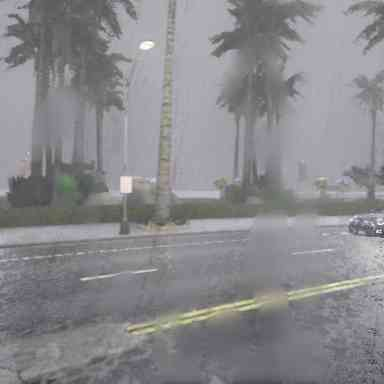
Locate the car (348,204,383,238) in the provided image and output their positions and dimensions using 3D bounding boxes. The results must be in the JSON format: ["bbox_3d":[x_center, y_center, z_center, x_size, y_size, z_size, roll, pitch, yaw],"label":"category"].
[{"bbox_3d":[10.063,1.332,16.440,4.553,1.767,2.097,0,0,-20],"label":"car"}]
